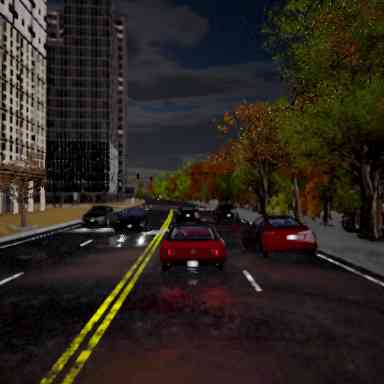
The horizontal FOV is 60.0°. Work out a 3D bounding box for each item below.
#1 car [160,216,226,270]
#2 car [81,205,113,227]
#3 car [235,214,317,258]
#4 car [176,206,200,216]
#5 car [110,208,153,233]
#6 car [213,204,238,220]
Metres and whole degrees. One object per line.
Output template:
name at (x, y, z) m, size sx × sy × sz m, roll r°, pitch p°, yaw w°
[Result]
car at (0.005, 1.722, 11.433) m, size 1.895 × 1.301 × 4.718 m, roll 0°, pitch -1°, yaw -1°
car at (-6.971, 1.780, 25.419) m, size 1.837 × 1.490 × 4.892 m, roll 0°, pitch -1°, yaw -2°
car at (3.232, 1.616, 13.147) m, size 1.994 × 1.385 × 4.181 m, roll -2°, pitch -3°, yaw -3°
car at (-0.378, 1.869, 28.716) m, size 1.994 × 1.385 × 4.181 m, roll 0°, pitch -1°, yaw -2°
car at (-3.611, 1.790, 21.120) m, size 1.994 × 1.385 × 4.181 m, roll 0°, pitch -1°, yaw -1°
car at (2.872, 1.784, 28.968) m, size 1.812 × 1.442 × 4.674 m, roll -3°, pitch -2°, yaw -2°
